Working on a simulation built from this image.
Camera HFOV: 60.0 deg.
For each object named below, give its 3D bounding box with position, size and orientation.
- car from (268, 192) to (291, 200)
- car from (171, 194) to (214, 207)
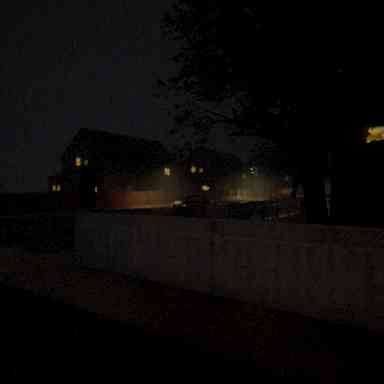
[{"bbox_3d":[12.453,0.730,47.288,1.895,1.301,4.718,2,2,35],"label":"car"},{"bbox_3d":[0.129,0.951,29.991,1.837,1.490,4.892,2,2,35],"label":"car"}]
